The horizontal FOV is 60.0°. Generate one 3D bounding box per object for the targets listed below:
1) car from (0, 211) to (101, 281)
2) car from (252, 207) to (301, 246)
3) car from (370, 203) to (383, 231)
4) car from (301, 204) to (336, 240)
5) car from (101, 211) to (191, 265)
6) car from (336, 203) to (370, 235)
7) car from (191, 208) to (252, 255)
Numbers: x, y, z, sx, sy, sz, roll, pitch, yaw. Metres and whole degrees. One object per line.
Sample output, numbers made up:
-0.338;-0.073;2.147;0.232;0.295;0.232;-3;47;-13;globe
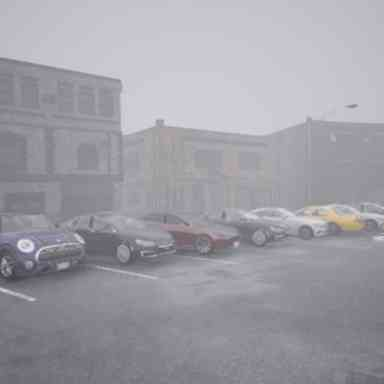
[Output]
-5.192;1.358;9.930;4.553;1.767;2.185;-1;-1;35;car
1.994;1.471;15.031;4.892;1.521;2.231;-1;-1;34;car
9.161;1.497;20.135;4.674;1.452;2.002;-1;-1;34;car
4.384;1.505;16.726;4.674;1.452;2.002;-1;-1;35;car
-2.783;1.479;11.616;4.892;1.521;2.231;-1;-1;35;car
6.618;1.461;18.529;5.366;1.575;1.946;-1;0;35;car
-0.365;1.503;13.300;4.792;1.488;2.163;-1;-1;35;car
